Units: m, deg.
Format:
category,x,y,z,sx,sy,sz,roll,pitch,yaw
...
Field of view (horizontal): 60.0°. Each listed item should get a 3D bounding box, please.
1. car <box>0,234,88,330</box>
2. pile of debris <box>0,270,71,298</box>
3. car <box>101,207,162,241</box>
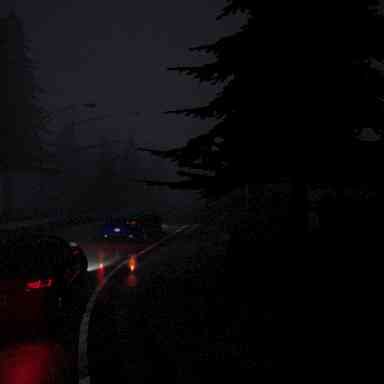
category,x,y,z,sx,sy,sz,roll,pitch,yaw
car,-3.470,1.568,6.968,1.994,1.385,4.181,0,0,-11
pile of debris,-3.956,2.185,8.018,1.500,0.140,1.860,0,0,-4
car,-2.879,1.496,16.856,1.882,1.535,5.008,0,0,8
